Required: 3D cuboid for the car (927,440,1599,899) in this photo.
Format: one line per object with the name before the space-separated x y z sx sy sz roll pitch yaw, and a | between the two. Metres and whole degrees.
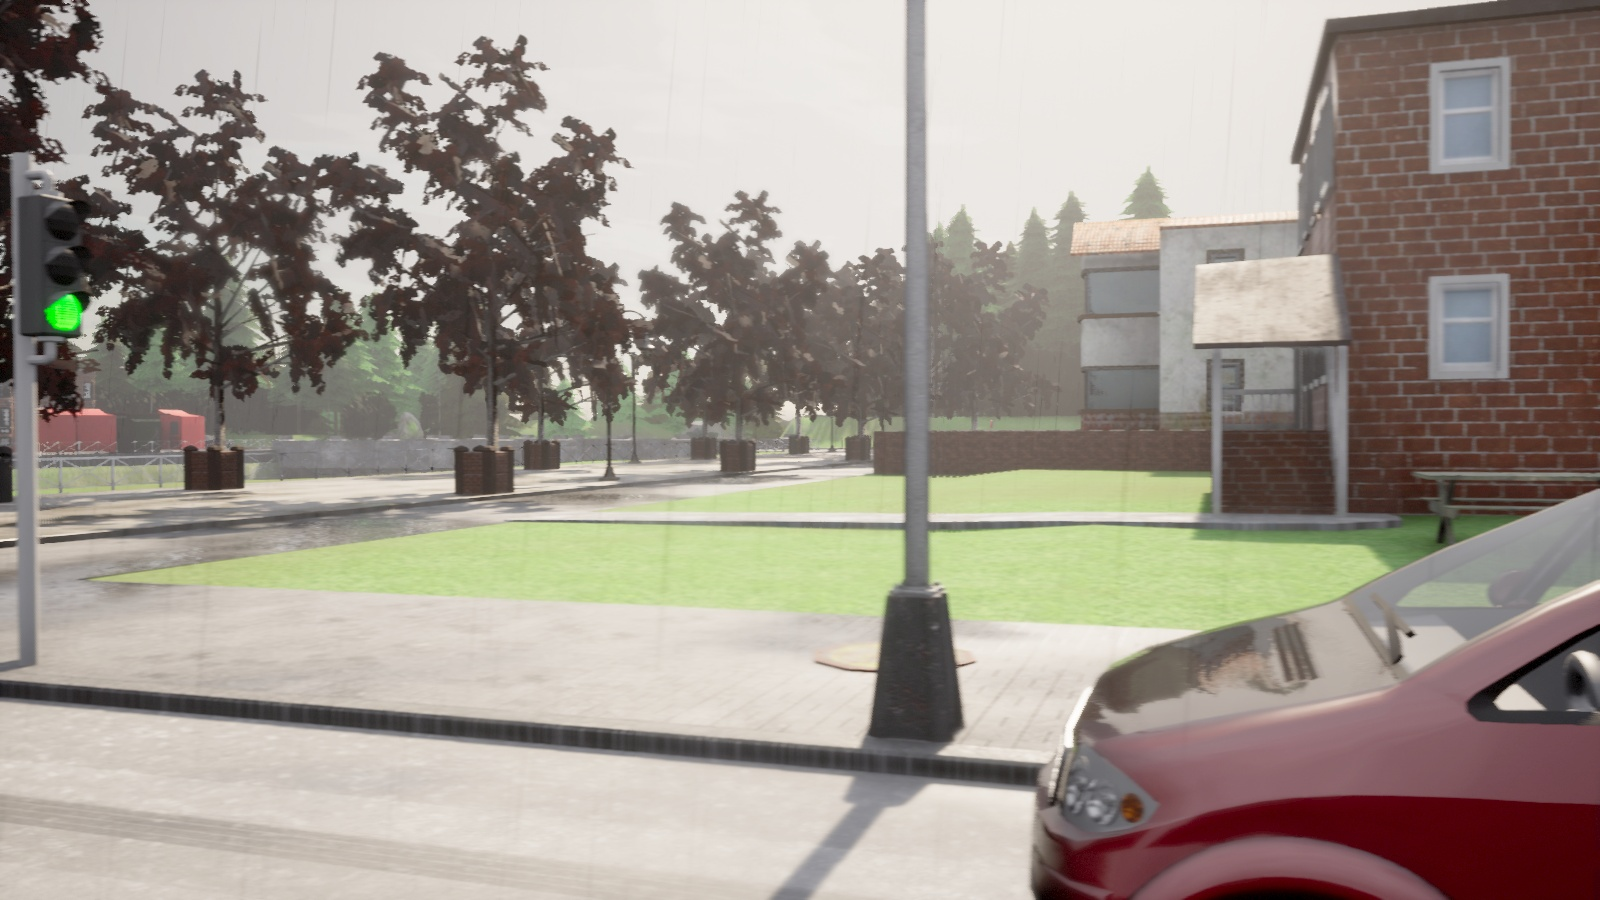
car | 2.289 0.771 2.702 3.705 1.549 1.789 1 1 19
